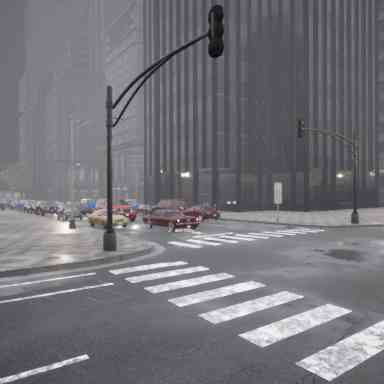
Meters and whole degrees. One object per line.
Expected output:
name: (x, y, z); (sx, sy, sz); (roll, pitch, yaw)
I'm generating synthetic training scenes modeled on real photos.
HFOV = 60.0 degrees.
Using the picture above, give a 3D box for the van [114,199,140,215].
van: (-8.191, 1.832, 41.931); (1.690, 1.788, 3.998); (-1, 0, -35)

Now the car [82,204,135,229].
car: (-6.229, 1.843, 24.410); (1.752, 1.417, 4.829); (-1, 0, -35)

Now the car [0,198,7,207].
car: (-41.219, 2.666, 73.708); (1.887, 1.381, 4.507); (-1, 0, -35)

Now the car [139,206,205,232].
car: (-1.472, 1.846, 22.326); (1.895, 1.301, 4.718); (0, -1, -35)

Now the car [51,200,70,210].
car: (-22.989, 2.270, 57.995); (1.882, 1.535, 5.008); (0, -1, -35)

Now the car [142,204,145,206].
car: (-5.246, 2.004, 37.779); (1.802, 1.307, 4.206); (-1, 0, -35)

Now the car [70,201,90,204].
car: (-12.947, 2.063, 38.503); (2.033, 1.411, 5.357); (0, -1, -35)

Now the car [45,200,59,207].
car: (-31.660, 2.594, 74.970); (1.947, 1.339, 4.313); (-1, 0, -35)

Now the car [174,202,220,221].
car: (0.633, 1.828, 29.475); (1.887, 1.381, 4.507); (-1, 0, -35)

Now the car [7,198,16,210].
car: (-31.884, 2.353, 60.552); (1.967, 1.590, 4.097); (-1, 0, -35)

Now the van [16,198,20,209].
van: (-26.127, 2.122, 52.438); (1.690, 1.788, 3.998); (-1, 0, -35)

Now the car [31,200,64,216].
car: (-17.644, 1.900, 40.485); (2.192, 1.841, 5.009); (-1, 0, -35)

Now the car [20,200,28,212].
car: (-23.297, 2.156, 48.453); (1.967, 1.590, 4.097); (-1, 0, -35)

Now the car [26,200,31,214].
car: (-20.467, 2.196, 44.469); (1.887, 1.381, 4.507); (-1, 0, -35)

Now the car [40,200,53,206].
car: (-34.672, 2.660, 79.213); (1.947, 1.339, 4.313); (-1, 0, -35)

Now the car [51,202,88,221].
car: (-11.983, 2.004, 32.517); (2.008, 1.369, 4.403); (-1, 0, -35)

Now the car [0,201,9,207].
car: (-44.331, 2.770, 78.093); (1.802, 1.307, 4.206); (-1, 0, -35)

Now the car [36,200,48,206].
car: (-37.683, 2.709, 83.455); (2.008, 1.369, 4.403); (-1, 0, -35)

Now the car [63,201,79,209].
car: (-22.627, 2.406, 62.244); (1.802, 1.307, 4.206); (-1, 0, -35)

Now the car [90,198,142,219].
car: (-7.024, 1.598, 30.150); (2.150, 2.045, 5.566); (0, -1, -35)

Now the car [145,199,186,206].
car: (-2.312, 1.668, 33.627); (2.192, 1.841, 5.009); (-1, 0, -35)

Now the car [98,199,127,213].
car: (-11.131, 1.874, 46.082); (2.192, 1.841, 5.009); (-1, 0, -35)
